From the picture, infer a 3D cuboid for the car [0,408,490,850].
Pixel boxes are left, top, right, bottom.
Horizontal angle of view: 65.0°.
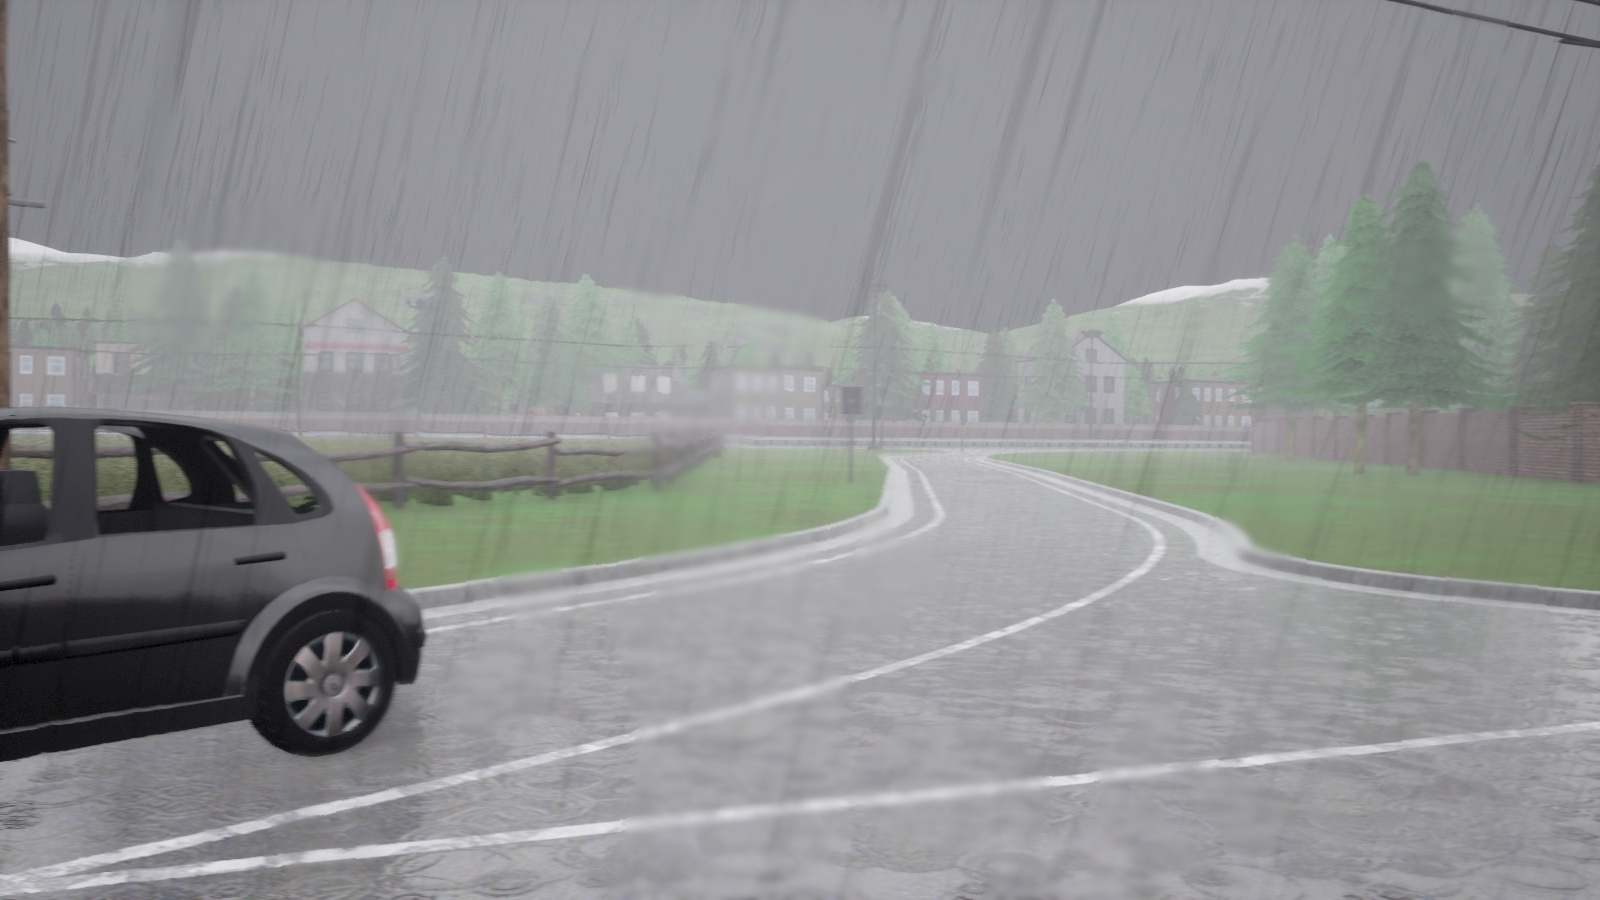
[{"bbox_3d":[-3.543,0.648,5.294,1.851,1.617,3.988,0,1,41],"label":"car"}]
